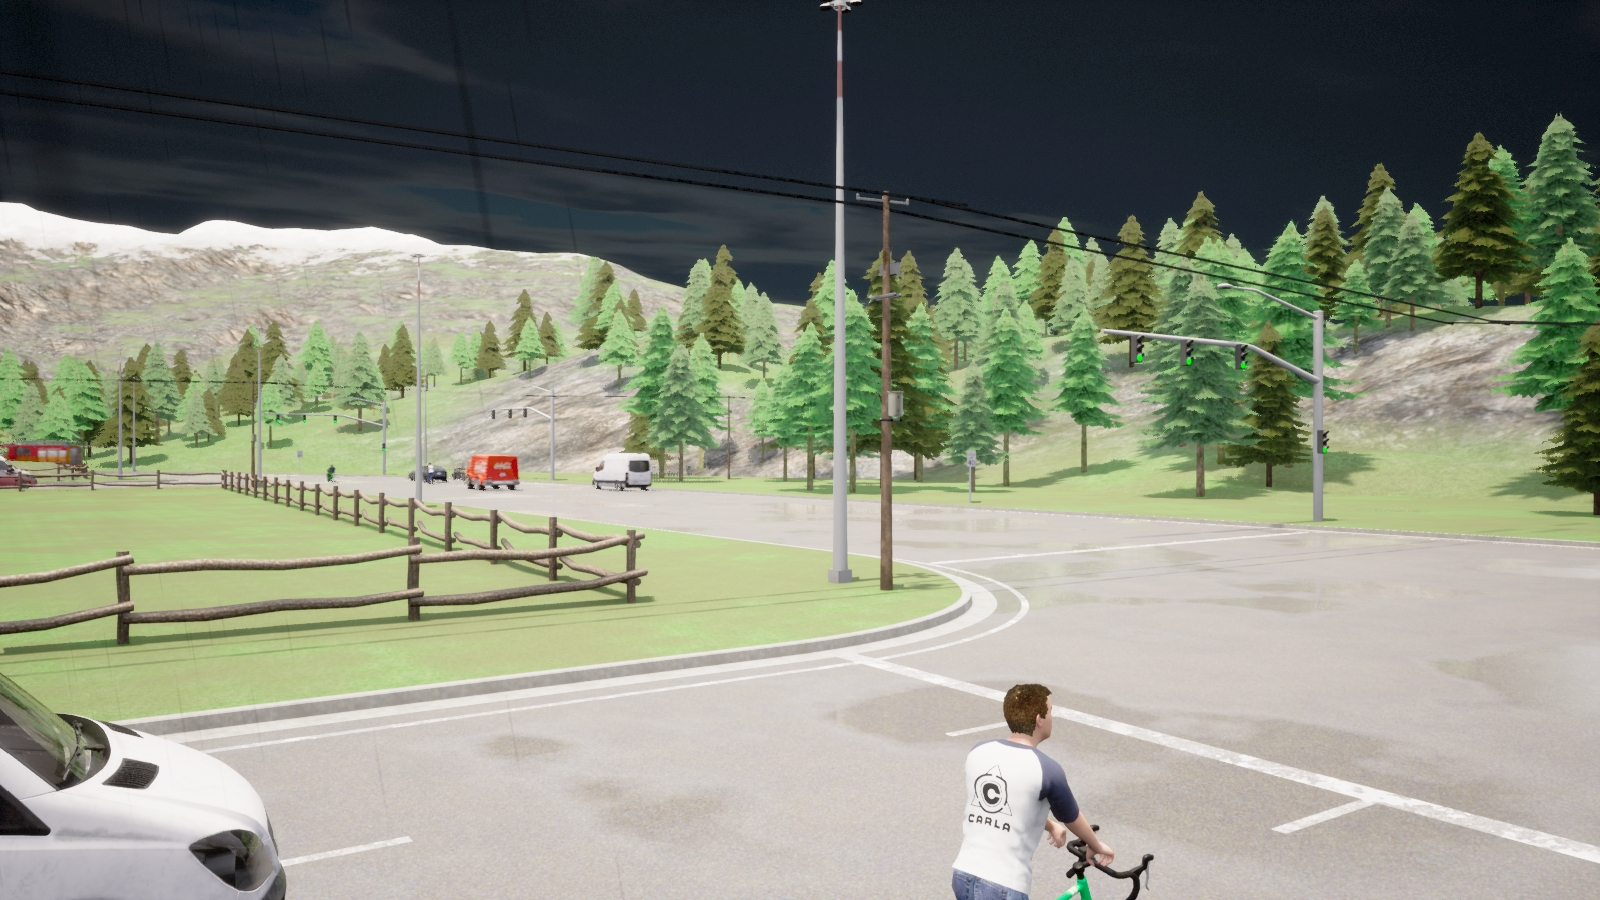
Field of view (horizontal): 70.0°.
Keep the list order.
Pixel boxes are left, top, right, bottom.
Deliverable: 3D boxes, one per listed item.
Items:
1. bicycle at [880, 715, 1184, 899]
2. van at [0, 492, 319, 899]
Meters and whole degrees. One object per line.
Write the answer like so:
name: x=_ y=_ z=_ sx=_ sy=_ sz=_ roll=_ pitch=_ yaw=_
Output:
bicycle: x=1.060 y=2.053 z=4.957 sx=1.643 sy=1.496 sz=0.373 roll=0 pitch=0 yaw=-41
van: x=-5.215 y=1.535 z=4.399 sx=5.915 sy=2.561 sz=1.988 roll=0 pitch=0 yaw=-35
